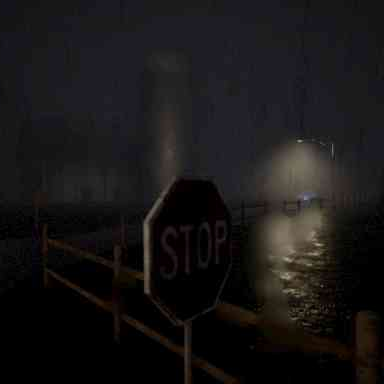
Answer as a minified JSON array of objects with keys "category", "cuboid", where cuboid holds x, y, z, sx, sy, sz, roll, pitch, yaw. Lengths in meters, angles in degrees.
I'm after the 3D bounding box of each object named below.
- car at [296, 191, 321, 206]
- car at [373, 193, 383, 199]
[{"category":"car","cuboid":[17.051,0.903,48.626,2.150,2.045,5.566,-1,0,37]},{"category":"car","cuboid":[42.582,0.940,75.375,2.033,1.411,5.357,-1,0,42]}]
